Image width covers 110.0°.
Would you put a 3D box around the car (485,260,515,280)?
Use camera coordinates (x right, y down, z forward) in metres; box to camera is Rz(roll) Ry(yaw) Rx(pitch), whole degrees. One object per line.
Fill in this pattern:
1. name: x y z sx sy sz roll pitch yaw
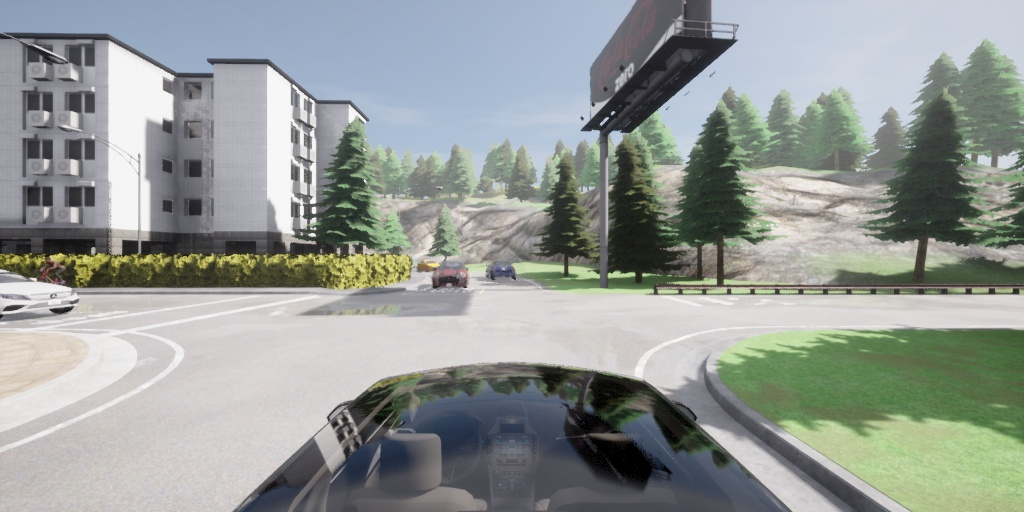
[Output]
1. car: -1.095 1.104 31.464 2.097 1.767 4.553 0 0 -11

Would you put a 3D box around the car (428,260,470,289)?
1. car: -3.830 1.104 23.002 2.097 1.767 4.553 0 0 -4

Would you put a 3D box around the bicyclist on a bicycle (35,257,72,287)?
1. bicyclist on a bicycle: -23.004 0.876 17.920 0.582 1.620 1.656 0 0 -1

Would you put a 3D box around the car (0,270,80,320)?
1. car: -15.820 1.100 10.543 4.674 1.442 1.812 0 0 -1

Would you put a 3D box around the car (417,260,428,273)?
1. car: -10.378 1.231 44.959 1.882 1.535 5.008 0 0 -33
